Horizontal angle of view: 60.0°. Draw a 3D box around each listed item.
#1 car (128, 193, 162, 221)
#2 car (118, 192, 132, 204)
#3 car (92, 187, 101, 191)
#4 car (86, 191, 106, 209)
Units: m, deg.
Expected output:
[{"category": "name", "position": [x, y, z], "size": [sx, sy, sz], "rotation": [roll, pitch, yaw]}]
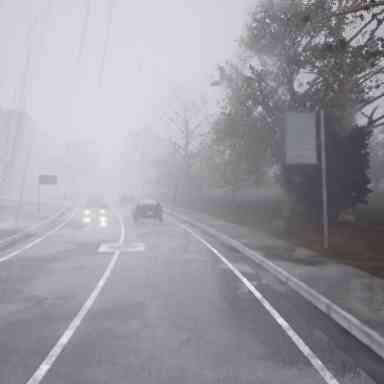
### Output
[{"category": "car", "position": [-3.338, 1.148, 24.007], "size": [1.882, 1.535, 5.008], "rotation": [1, 1, -14]}, {"category": "car", "position": [-8.078, 0.696, 41.245], "size": [1.812, 1.442, 4.674], "rotation": [1, 1, -16]}, {"category": "car", "position": [-21.089, -0.334, 73.373], "size": [1.994, 1.385, 4.181], "rotation": [1, 1, -16]}, {"category": "car", "position": [-9.718, 0.905, 33.616], "size": [1.895, 1.301, 4.718], "rotation": [1, 1, -16]}]
